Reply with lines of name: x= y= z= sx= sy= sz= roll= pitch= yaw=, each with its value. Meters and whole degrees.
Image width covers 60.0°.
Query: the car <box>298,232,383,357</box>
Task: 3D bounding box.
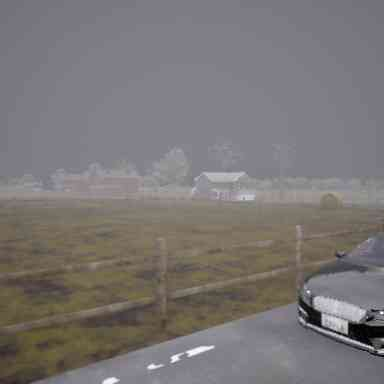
car: x=3.888 y=1.482 z=5.843 sx=4.902 sy=1.511 sz=2.128 roll=0 pitch=0 yaw=-35
